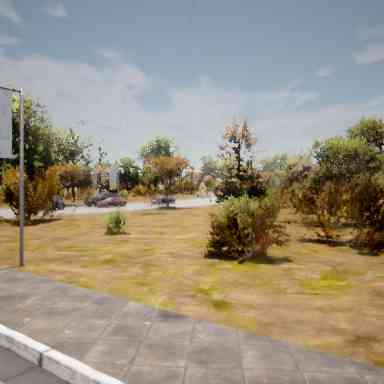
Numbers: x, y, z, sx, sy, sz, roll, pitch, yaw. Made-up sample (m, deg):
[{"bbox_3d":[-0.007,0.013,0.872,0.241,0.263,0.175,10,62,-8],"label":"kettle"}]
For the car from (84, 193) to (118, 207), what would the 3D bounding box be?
[{"bbox_3d":[-13.579,1.146,50.657,2.150,2.045,5.566,0,1,39],"label":"car"}]

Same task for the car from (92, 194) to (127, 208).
[{"bbox_3d":[-11.451,1.460,47.708,1.812,1.442,4.674,0,0,38],"label":"car"}]

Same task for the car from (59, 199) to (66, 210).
[{"bbox_3d":[-17.695,1.341,39.941,2.097,1.767,4.553,0,0,39],"label":"car"}]

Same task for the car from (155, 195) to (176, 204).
[{"bbox_3d":[-4.841,1.292,55.932,2.128,1.511,4.902,0,1,39],"label":"car"}]
